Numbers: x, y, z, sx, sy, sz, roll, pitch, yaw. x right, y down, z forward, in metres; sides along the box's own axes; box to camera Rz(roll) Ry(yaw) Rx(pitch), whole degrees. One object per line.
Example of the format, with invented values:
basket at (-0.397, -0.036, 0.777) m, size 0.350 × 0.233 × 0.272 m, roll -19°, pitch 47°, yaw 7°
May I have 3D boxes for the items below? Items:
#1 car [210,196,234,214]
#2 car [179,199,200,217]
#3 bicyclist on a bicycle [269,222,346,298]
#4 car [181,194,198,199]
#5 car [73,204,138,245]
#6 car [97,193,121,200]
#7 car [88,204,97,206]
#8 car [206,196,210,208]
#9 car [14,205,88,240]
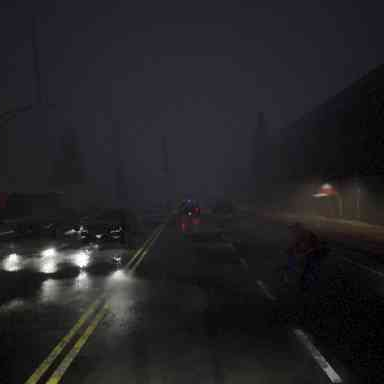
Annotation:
car at (3.224, 1.477, 35.167) m, size 1.882 × 1.535 × 5.008 m, roll 0°, pitch 0°, yaw 0°
car at (-0.211, 1.600, 31.702) m, size 1.895 × 1.301 × 4.718 m, roll 0°, pitch 0°, yaw 0°
bicyclist on a bicycle at (2.431, 1.452, 7.056) m, size 1.656 × 1.620 × 0.582 m, roll -2°, pitch 0°, yaw -1°
car at (-0.347, 1.221, 44.446) m, size 2.150 × 2.045 × 5.566 m, roll 0°, pitch 0°, yaw 0°
car at (-3.720, 1.504, 15.632) m, size 1.837 × 1.490 × 4.892 m, roll 0°, pitch 0°, yaw 0°
car at (-22.376, 1.152, 89.538) m, size 4.605 × 1.855 × 1.932 m, roll 0°, pitch 0°, yaw -1°
car at (-7.242, 1.569, 24.957) m, size 1.994 × 1.385 × 4.181 m, roll 0°, pitch 0°, yaw -1°
car at (3.079, 1.351, 47.291) m, size 2.097 × 1.767 × 4.553 m, roll 0°, pitch 0°, yaw 0°
car at (-7.258, 1.477, 17.284) m, size 1.882 × 1.535 × 5.008 m, roll 0°, pitch 0°, yaw -1°
